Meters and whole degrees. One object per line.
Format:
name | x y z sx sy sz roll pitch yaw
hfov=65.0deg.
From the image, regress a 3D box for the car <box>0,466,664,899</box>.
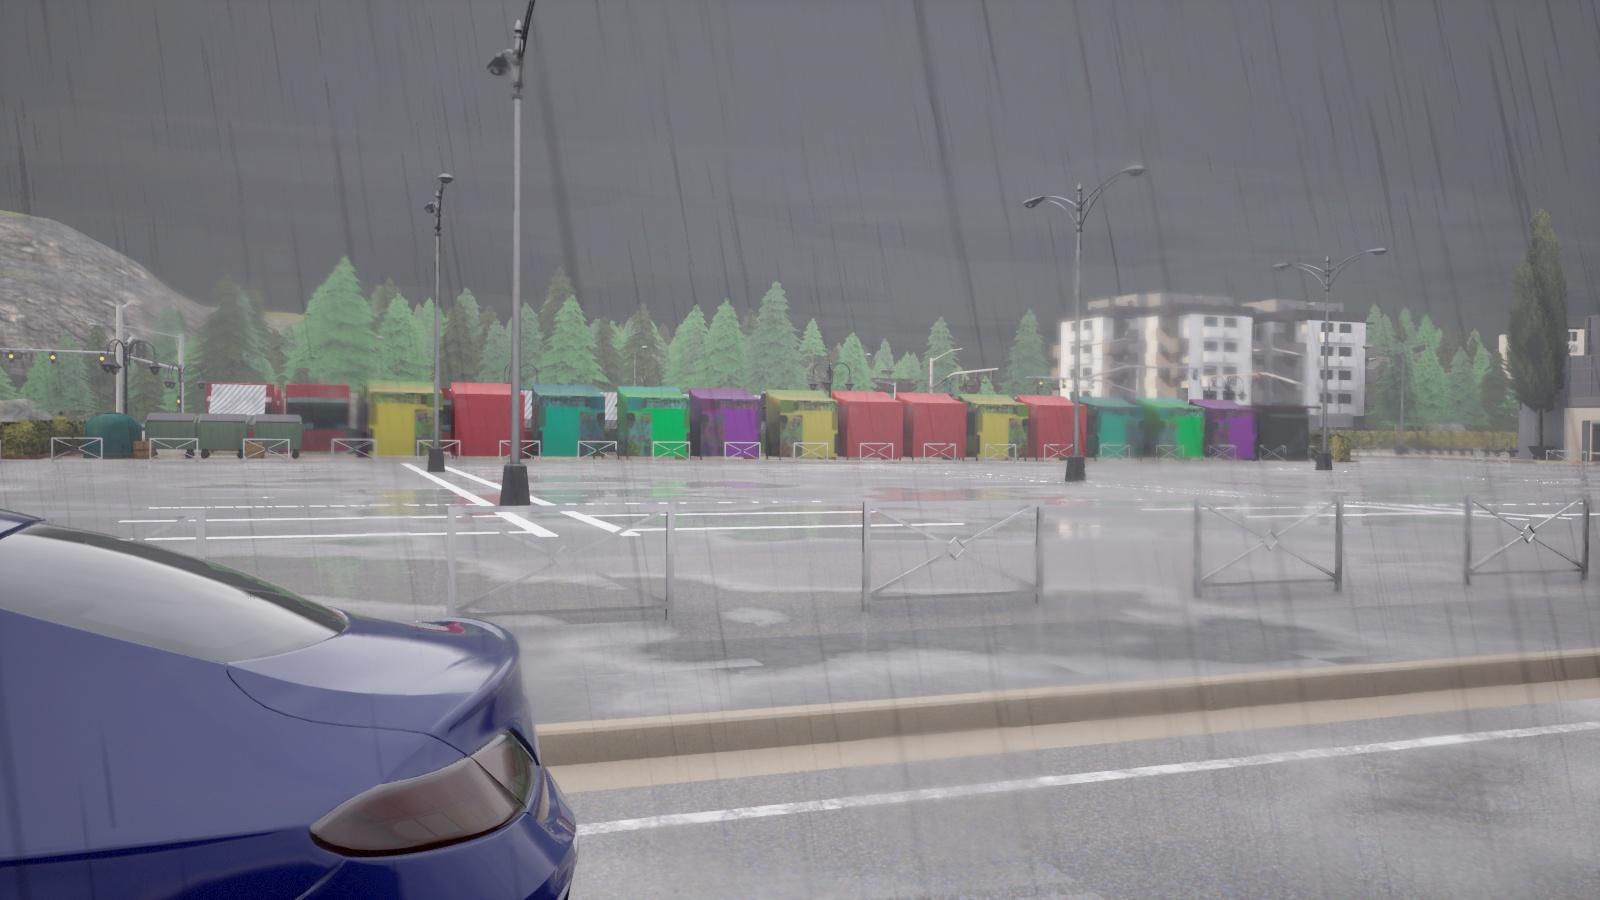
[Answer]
car | -2.743 0.818 2.198 4.674 1.442 1.812 -1 1 -21
